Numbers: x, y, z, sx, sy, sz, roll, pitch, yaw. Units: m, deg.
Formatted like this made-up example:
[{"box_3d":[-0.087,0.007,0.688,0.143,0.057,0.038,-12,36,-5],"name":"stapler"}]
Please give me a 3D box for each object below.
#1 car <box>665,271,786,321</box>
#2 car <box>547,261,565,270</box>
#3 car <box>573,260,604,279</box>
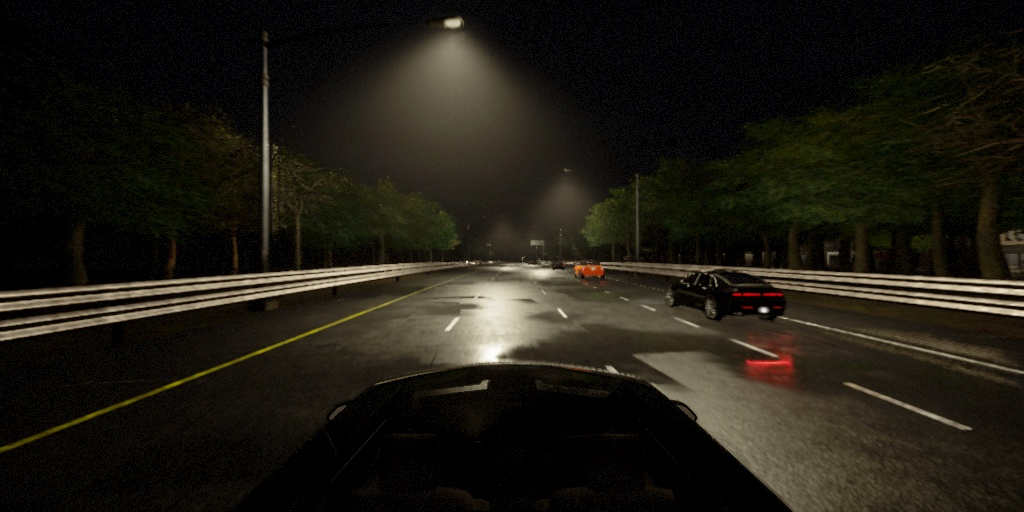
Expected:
[{"box_3d":[7.006,1.255,12.395,1.837,1.490,4.892,0,0,0],"name":"car"},{"box_3d":[7.158,1.548,56.680,2.033,1.411,5.357,0,-1,0],"name":"car"},{"box_3d":[7.051,1.155,33.283,2.097,1.767,4.553,0,0,0],"name":"car"}]
